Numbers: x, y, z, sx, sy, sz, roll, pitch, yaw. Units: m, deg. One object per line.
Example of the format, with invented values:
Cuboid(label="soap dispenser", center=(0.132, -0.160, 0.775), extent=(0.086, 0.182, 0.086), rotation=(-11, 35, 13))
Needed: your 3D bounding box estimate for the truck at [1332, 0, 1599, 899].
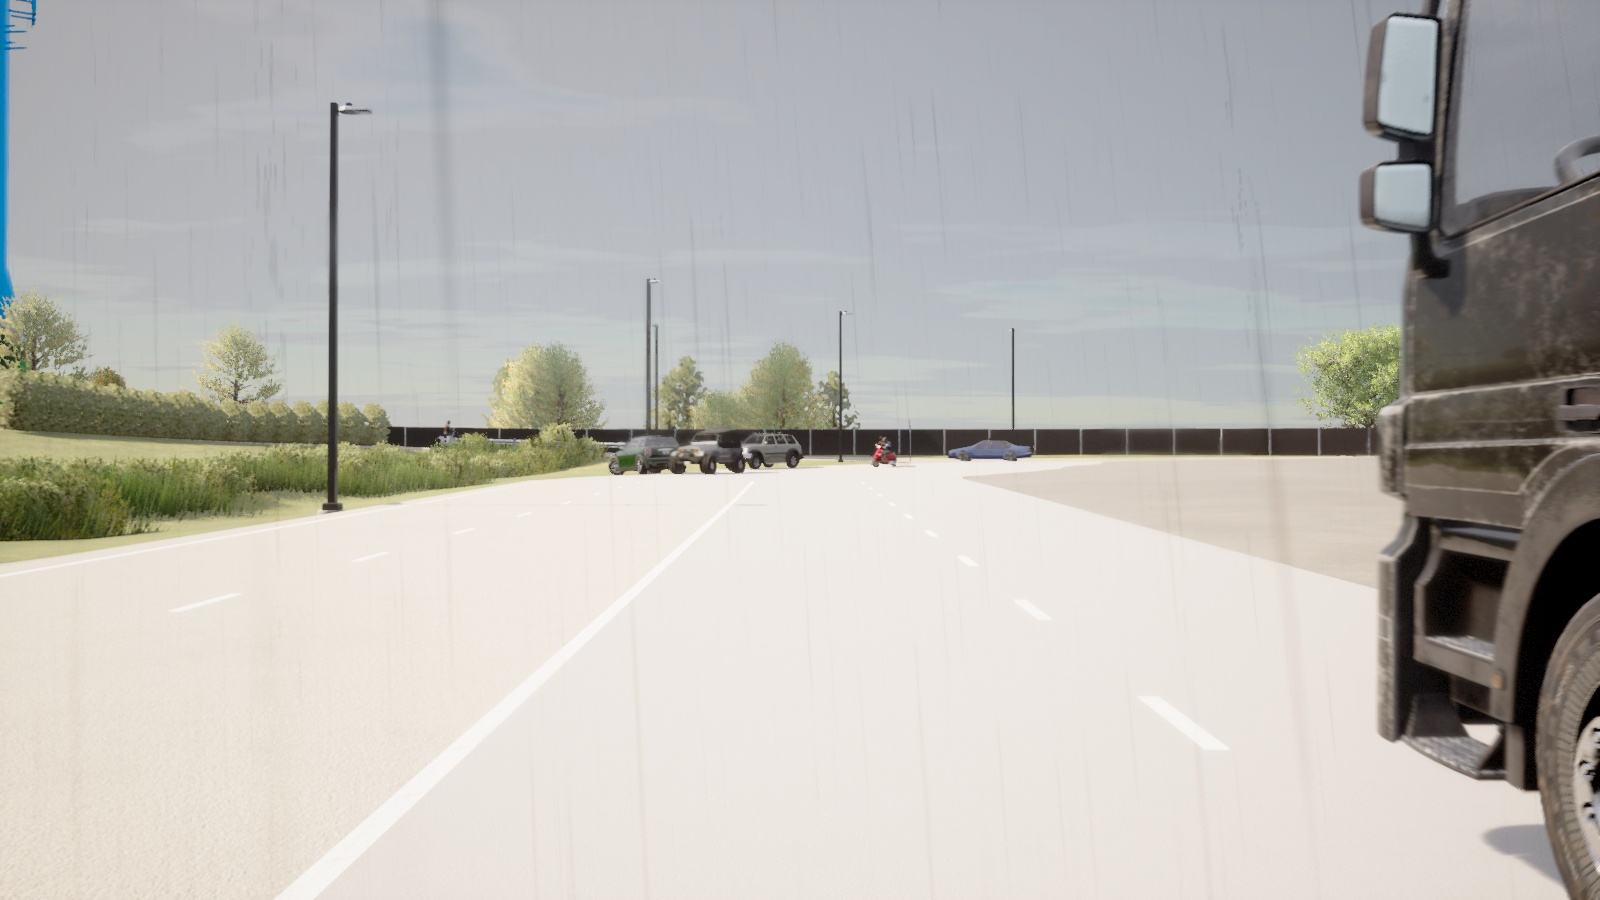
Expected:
Cuboid(label="truck", center=(3.521, -0.243, 0.954), extent=(2.891, 3.462, 7.936), rotation=(0, 1, 0))

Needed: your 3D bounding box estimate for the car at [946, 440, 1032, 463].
Cuboid(label="car", center=(12.140, 0.112, 80.602), extent=(5.357, 1.411, 2.033), rotation=(0, -1, 12))

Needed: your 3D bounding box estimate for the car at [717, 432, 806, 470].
Cuboid(label="car", center=(-1.912, 0.035, 63.884), extent=(1.932, 1.855, 4.605), rotation=(0, 1, 40))

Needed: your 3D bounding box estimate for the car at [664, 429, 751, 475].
Cuboid(label="car", center=(-3.860, 0.063, 53.137), extent=(1.905, 1.878, 3.866), rotation=(0, 0, 28))

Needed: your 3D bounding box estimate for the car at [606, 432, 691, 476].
Cuboid(label="car", center=(-6.750, 0.193, 55.502), extent=(2.097, 1.767, 4.553), rotation=(-2, 0, -29))

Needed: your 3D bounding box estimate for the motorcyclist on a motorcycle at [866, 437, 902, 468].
Cuboid(label="motorcyclist on a motorcycle", center=(4.379, 0.129, 65.555), extent=(1.817, 1.590, 0.866), rotation=(-1, 2, -42))
